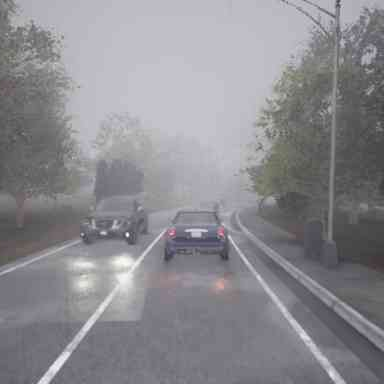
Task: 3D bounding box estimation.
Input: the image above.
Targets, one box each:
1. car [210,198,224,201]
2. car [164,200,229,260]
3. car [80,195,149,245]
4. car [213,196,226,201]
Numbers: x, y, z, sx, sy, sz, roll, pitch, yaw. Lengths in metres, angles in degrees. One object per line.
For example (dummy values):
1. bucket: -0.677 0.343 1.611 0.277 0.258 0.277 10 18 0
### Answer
1. car: 1.705 1.596 32.282 2.033 1.411 5.357 1 0 9
2. car: 0.182 1.361 12.559 2.097 1.767 4.553 0 0 1
3. car: -3.422 1.195 15.876 2.150 2.045 5.566 0 1 2
4. car: 4.436 1.412 57.948 2.097 1.767 4.553 2 0 20
